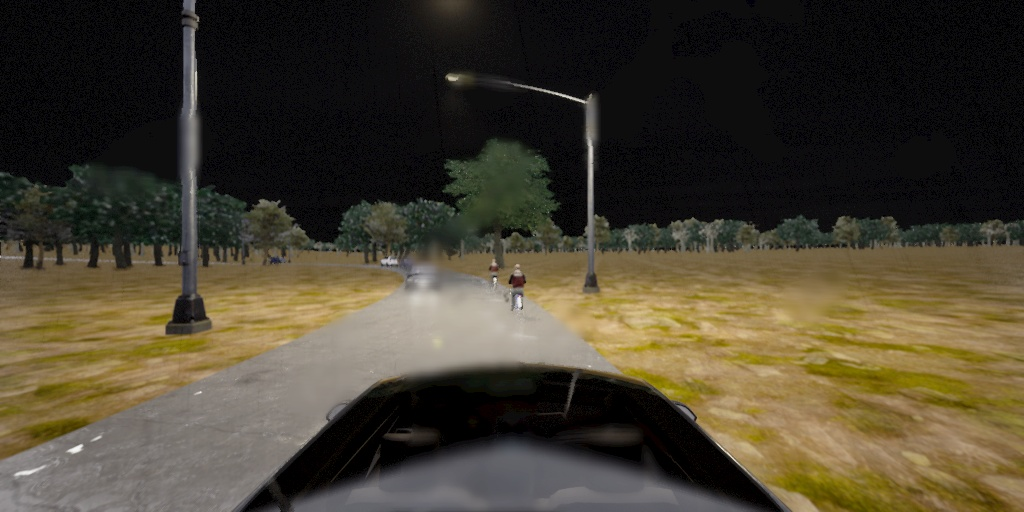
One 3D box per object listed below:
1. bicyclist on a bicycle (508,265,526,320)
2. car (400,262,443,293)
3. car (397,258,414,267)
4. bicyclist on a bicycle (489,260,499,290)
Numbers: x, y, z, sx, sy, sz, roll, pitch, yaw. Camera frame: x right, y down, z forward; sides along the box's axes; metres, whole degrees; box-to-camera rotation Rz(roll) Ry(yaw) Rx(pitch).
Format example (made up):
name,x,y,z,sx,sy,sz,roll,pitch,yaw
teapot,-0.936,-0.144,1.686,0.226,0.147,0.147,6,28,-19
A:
name,x,y,z,sx,sy,sz,roll,pitch,yaw
bicyclist on a bicycle,0.163,1.169,11.899,0.659,1.776,1.843,0,0,-6
car,-5.250,1.329,21.636,2.128,1.511,4.902,0,0,-11
car,-18.104,1.377,62.526,1.812,1.442,4.674,-1,0,-32
bicyclist on a bicycle,-1.066,1.083,20.809,0.659,1.776,1.843,-1,0,-10
